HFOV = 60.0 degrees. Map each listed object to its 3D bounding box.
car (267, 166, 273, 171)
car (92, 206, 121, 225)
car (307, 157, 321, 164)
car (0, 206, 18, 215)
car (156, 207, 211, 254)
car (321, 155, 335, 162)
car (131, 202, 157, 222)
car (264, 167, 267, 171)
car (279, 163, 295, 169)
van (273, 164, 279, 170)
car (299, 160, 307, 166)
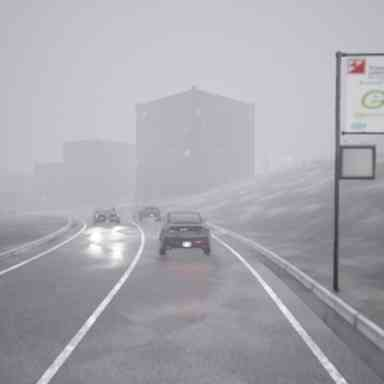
[{"bbox_3d":[20.664,-5.370,82.333,2.002,1.452,4.674,0,1,-1],"label":"car"},{"bbox_3d":[-6.525,1.756,25.188,1.895,1.301,4.718,-1,-1,-18],"label":"car"},{"bbox_3d":[21.260,-4.999,54.764,2.185,1.767,4.553,0,1,-1],"label":"car"},{"bbox_3d":[-32.370,3.214,57.754,4.553,1.767,2.097,-4,-1,31],"label":"car"},{"bbox_3d":[-0.417,1.503,13.536,1.837,1.490,4.892,0,0,-6],"label":"car"},{"bbox_3d":[21.383,-4.710,49.094,2.002,1.452,4.674,0,1,-1],"label":"car"},{"bbox_3d":[-4.096,1.676,29.219,1.837,1.490,4.892,0,-1,-20],"label":"car"},{"bbox_3d":[20.545,-5.753,87.814,2.435,2.045,5.566,0,1,-1],"label":"car"},{"bbox_3d":[20.902,-5.209,71.296,2.231,1.521,4.892,0,1,-1],"label":"car"},{"bbox_3d":[20.785,-5.536,76.688,1.878,1.987,4.442,0,1,-1],"label":"van"},{"bbox_3d":[21.141,-5.115,60.282,2.185,1.767,4.553,0,1,-1],"label":"car"}]
